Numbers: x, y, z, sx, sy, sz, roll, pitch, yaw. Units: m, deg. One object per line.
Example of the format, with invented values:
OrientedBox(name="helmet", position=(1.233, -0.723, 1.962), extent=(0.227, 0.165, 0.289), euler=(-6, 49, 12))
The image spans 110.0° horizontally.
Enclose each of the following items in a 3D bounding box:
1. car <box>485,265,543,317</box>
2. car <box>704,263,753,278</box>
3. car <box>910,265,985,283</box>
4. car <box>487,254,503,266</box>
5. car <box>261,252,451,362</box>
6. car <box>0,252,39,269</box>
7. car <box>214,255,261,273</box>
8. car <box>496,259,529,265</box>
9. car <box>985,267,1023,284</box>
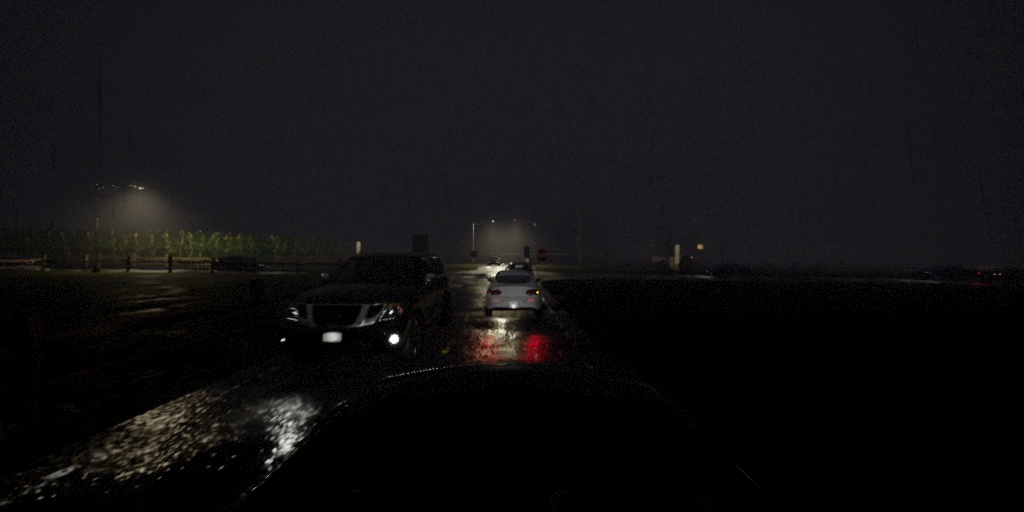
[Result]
OrientedBox(name="car", position=(0.071, 1.196, 12.719), extent=(1.812, 1.442, 4.674), euler=(0, 0, 1))
OrientedBox(name="car", position=(21.246, 1.370, 35.268), extent=(4.181, 1.385, 1.994), euler=(1, 1, 1))
OrientedBox(name="car", position=(41.929, 1.603, 34.879), extent=(5.008, 1.535, 1.882), euler=(1, 1, 1))
OrientedBox(name="car", position=(-2.813, 0.858, 56.629), extent=(1.837, 1.490, 4.892), euler=(0, 1, 0))
OrientedBox(name="car", position=(-2.845, 0.925, 8.436), extent=(2.150, 2.045, 5.566), euler=(0, 0, 0))
OrientedBox(name="car", position=(-47.374, 0.381, 33.538), extent=(4.902, 1.511, 2.128), euler=(1, 1, 2))
OrientedBox(name="car", position=(-24.845, 0.715, 33.103), extent=(4.892, 1.490, 1.837), euler=(1, 1, 1))
OrientedBox(name="car", position=(0.514, 1.134, 24.774), extent=(2.033, 1.411, 5.357), euler=(0, 0, 7))
OrientedBox(name="car", position=(44.508, 1.753, 31.983), extent=(4.674, 1.442, 1.812), euler=(1, 1, 1))
